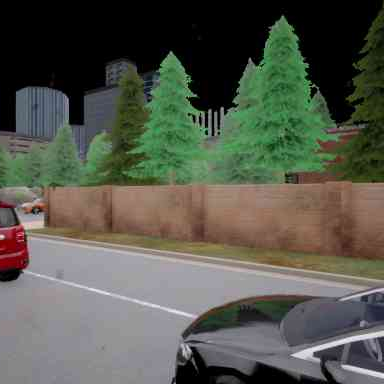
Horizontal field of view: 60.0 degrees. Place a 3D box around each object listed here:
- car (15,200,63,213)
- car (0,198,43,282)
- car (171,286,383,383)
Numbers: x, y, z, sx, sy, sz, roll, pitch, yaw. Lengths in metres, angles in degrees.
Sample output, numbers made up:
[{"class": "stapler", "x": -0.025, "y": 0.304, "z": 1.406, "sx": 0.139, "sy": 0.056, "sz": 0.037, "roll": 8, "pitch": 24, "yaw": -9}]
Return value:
[{"class": "car", "x": -17.368, "y": 1.601, "z": 37.927, "sx": 1.895, "sy": 1.301, "sz": 4.718, "roll": 0, "pitch": 0, "yaw": 35}, {"class": "car", "x": -6.420, "y": 1.221, "z": 8.540, "sx": 5.566, "sy": 2.045, "sz": 2.150, "roll": 0, "pitch": 0, "yaw": 36}, {"class": "car", "x": 2.052, "y": 1.492, "z": 2.529, "sx": 4.902, "sy": 1.511, "sz": 2.128, "roll": 0, "pitch": 0, "yaw": 36}]
